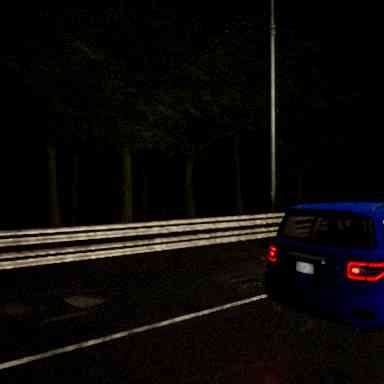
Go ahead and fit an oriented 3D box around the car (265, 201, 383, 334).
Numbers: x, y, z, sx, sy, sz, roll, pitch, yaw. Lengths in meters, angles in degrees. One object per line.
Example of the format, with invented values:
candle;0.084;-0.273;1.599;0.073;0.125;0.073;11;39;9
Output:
car;3.852;1.195;6.473;5.566;2.045;2.150;0;0;-35
